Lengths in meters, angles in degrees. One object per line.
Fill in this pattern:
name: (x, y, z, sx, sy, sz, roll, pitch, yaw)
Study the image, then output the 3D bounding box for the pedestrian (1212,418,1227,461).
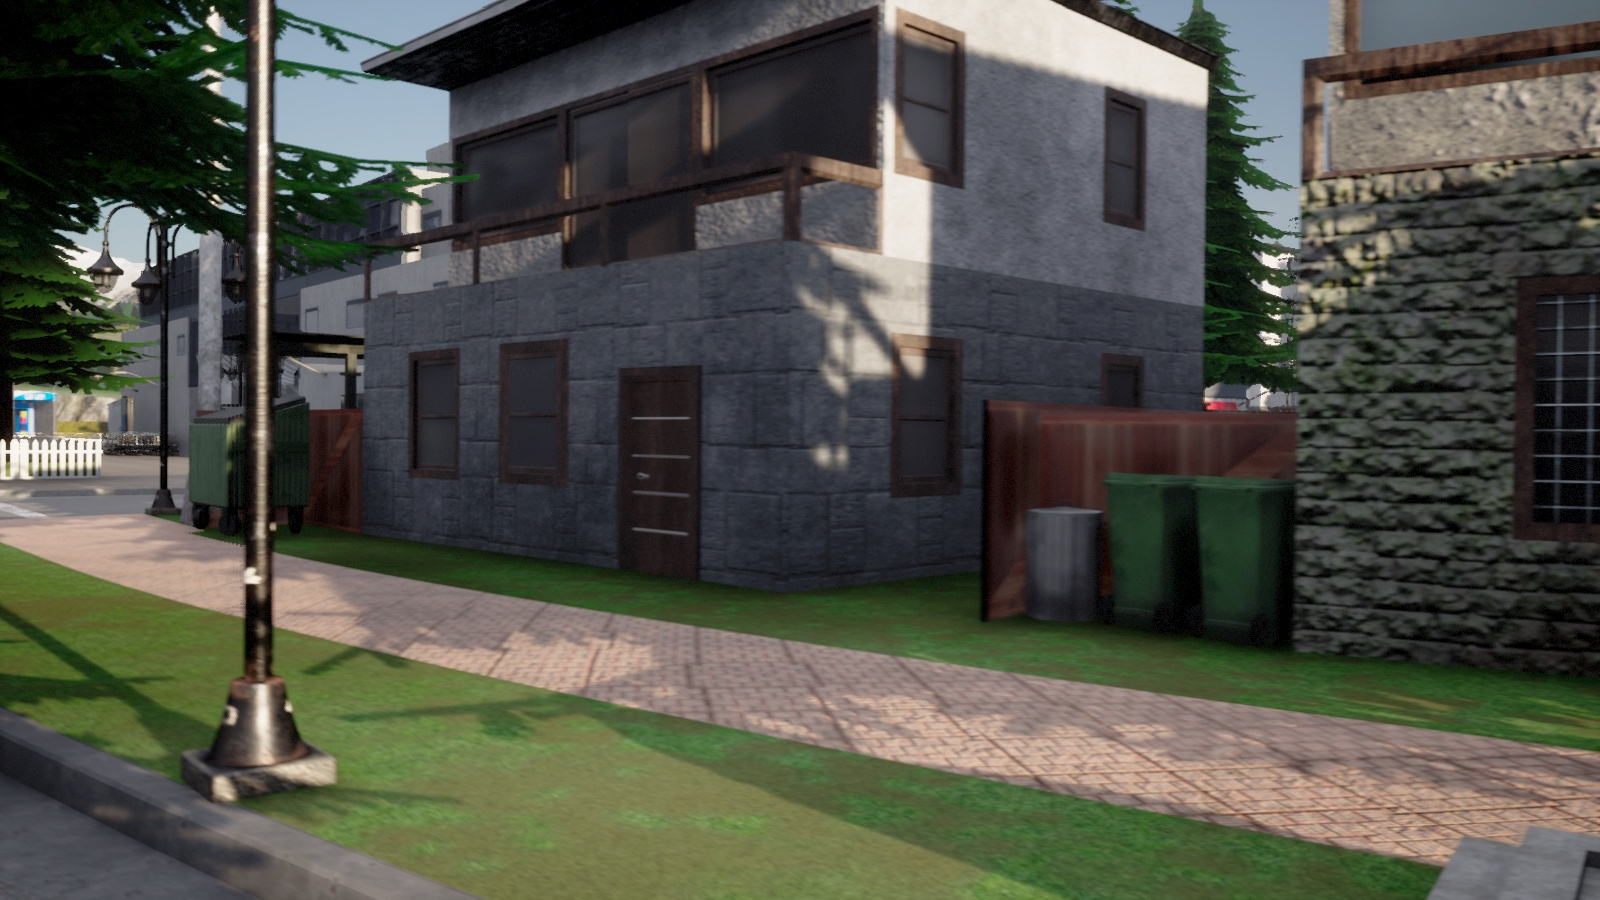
pedestrian: (18.239, -0.465, 54.611, 0.634, 1.846, 0.331, -1, 1, -38)
